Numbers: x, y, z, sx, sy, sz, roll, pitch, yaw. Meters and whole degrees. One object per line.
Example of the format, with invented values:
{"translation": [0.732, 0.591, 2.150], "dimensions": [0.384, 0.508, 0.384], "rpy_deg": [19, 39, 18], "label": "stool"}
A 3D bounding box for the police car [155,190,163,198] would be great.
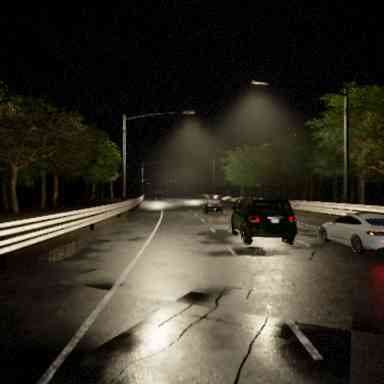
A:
{"translation": [-9.120, 0.676, 92.176], "dimensions": [1.930, 1.638, 5.238], "rpy_deg": [0, 0, -7], "label": "police car"}

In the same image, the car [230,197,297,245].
{"translation": [3.261, 1.270, 16.096], "dimensions": [2.150, 2.045, 5.566], "rpy_deg": [0, 0, -2], "label": "car"}

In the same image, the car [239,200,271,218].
{"translation": [5.934, 1.571, 31.721], "dimensions": [1.837, 1.490, 4.892], "rpy_deg": [0, 0, -4], "label": "car"}

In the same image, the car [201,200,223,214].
{"translation": [2.121, 1.562, 35.817], "dimensions": [2.128, 1.511, 4.902], "rpy_deg": [0, 0, -4], "label": "car"}

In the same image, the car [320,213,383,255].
{"translation": [6.845, 1.564, 13.433], "dimensions": [1.812, 1.442, 4.674], "rpy_deg": [0, 0, -2], "label": "car"}
